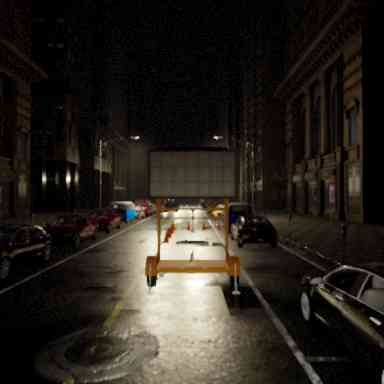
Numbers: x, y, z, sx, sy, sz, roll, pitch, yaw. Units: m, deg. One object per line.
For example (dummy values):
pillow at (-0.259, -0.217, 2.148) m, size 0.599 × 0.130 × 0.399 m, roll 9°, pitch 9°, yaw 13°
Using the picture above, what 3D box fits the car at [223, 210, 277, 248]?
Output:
car at (2.800, 1.746, 15.705) m, size 2.008 × 1.369 × 4.403 m, roll 0°, pitch -1°, yaw 0°

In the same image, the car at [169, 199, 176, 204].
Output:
car at (-5.554, 2.772, 94.363) m, size 1.887 × 1.381 × 4.507 m, roll 0°, pitch -1°, yaw 0°

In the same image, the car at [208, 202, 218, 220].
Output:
car at (2.837, 1.937, 32.730) m, size 1.752 × 1.417 × 4.829 m, roll 0°, pitch -1°, yaw 0°

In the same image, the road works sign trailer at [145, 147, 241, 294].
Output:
road works sign trailer at (0.022, 0.579, 9.092) m, size 2.380 × 3.560 × 2.880 m, roll 0°, pitch -1°, yaw 0°

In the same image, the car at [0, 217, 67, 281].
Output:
car at (-5.738, 1.684, 10.101) m, size 2.008 × 1.369 × 4.403 m, roll 0°, pitch -1°, yaw 0°

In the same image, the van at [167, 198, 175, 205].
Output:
van at (-5.566, 2.493, 88.748) m, size 1.690 × 1.788 × 3.998 m, roll 0°, pitch -1°, yaw 0°

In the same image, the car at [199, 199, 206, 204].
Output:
car at (2.971, 2.785, 94.361) m, size 1.947 × 1.339 × 4.313 m, roll 0°, pitch -1°, yaw 0°

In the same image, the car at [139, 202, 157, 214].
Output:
car at (-5.664, 2.084, 43.633) m, size 1.752 × 1.417 × 4.829 m, roll 0°, pitch -1°, yaw 0°

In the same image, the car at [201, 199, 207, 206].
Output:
car at (2.886, 2.224, 55.203) m, size 1.752 × 1.417 × 4.829 m, roll 0°, pitch -1°, yaw 0°

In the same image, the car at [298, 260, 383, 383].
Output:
car at (2.775, 1.606, 4.468) m, size 2.008 × 1.369 × 4.403 m, roll 0°, pitch -1°, yaw 0°

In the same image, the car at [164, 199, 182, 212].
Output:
car at (-2.916, 2.101, 48.978) m, size 1.882 × 1.535 × 5.008 m, roll 0°, pitch -1°, yaw 1°

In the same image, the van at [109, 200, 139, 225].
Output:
van at (-5.701, 1.688, 26.951) m, size 1.690 × 1.788 × 3.998 m, roll 0°, pitch -1°, yaw 0°

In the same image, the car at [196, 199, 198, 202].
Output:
car at (2.959, 2.459, 88.746) m, size 2.192 × 1.841 × 5.009 m, roll 0°, pitch -1°, yaw 0°

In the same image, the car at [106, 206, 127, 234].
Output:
car at (-5.713, 1.820, 21.330) m, size 1.887 × 1.381 × 4.507 m, roll 0°, pitch -1°, yaw 0°

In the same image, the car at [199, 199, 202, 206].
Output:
car at (2.910, 2.411, 66.270) m, size 1.947 × 1.339 × 4.313 m, roll 0°, pitch -1°, yaw 0°

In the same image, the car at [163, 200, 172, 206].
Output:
car at (-5.591, 2.585, 77.509) m, size 1.802 × 1.307 × 4.206 m, roll 0°, pitch -1°, yaw 0°

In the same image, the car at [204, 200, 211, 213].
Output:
car at (2.861, 2.134, 43.796) m, size 1.802 × 1.307 × 4.206 m, roll 0°, pitch -1°, yaw 0°

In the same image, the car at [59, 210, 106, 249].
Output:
car at (-5.725, 1.749, 15.713) m, size 1.887 × 1.381 × 4.507 m, roll 0°, pitch -1°, yaw 0°

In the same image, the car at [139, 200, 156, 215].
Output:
car at (-5.676, 1.804, 38.187) m, size 2.192 × 1.841 × 5.009 m, roll 0°, pitch -1°, yaw 0°

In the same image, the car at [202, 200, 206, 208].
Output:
car at (2.873, 2.206, 49.414) m, size 1.802 × 1.307 × 4.206 m, roll 0°, pitch -1°, yaw 0°

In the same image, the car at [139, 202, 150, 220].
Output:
car at (-5.688, 1.969, 32.566) m, size 2.008 × 1.369 × 4.403 m, roll 0°, pitch -1°, yaw 0°

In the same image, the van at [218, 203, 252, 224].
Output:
van at (2.812, 1.608, 21.326) m, size 1.690 × 1.788 × 3.998 m, roll 0°, pitch -1°, yaw 0°
